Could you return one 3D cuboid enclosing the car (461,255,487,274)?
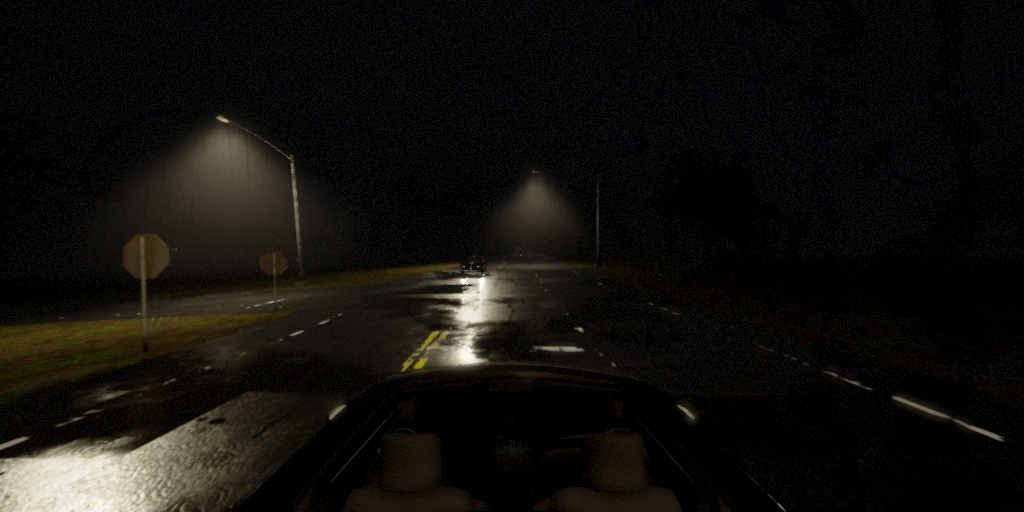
[{"bbox_3d":[-3.234,0.686,31.202,1.837,1.490,4.892,0,2,2],"label":"car"}]
